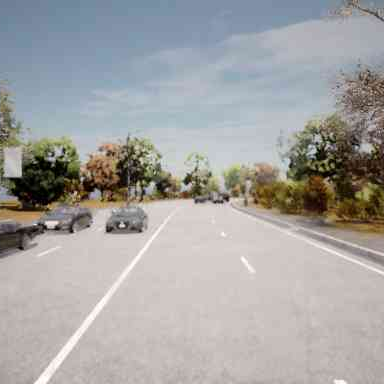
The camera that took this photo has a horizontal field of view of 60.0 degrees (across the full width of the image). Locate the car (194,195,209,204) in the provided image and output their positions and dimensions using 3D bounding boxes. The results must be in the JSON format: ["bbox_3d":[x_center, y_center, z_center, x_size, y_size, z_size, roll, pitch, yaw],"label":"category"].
[{"bbox_3d":[1.556,1.506,63.991,1.837,1.490,4.892,0,0,10],"label":"car"}]

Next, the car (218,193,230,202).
[{"bbox_3d":[6.981,1.144,73.736,2.150,2.045,5.566,0,0,15],"label":"car"}]

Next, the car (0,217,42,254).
[{"bbox_3d":[-7.170,1.569,11.266,1.895,1.301,4.718,0,0,0],"label":"car"}]

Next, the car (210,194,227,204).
[{"bbox_3d":[5.051,1.602,63.719,1.895,1.301,4.718,0,0,10],"label":"car"}]

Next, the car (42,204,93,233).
[{"bbox_3d":[-7.147,1.490,19.261,2.128,1.511,4.902,0,0,0],"label":"car"}]

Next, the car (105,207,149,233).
[{"bbox_3d":[-3.647,1.565,19.292,1.994,1.385,4.181,0,0,0],"label":"car"}]
